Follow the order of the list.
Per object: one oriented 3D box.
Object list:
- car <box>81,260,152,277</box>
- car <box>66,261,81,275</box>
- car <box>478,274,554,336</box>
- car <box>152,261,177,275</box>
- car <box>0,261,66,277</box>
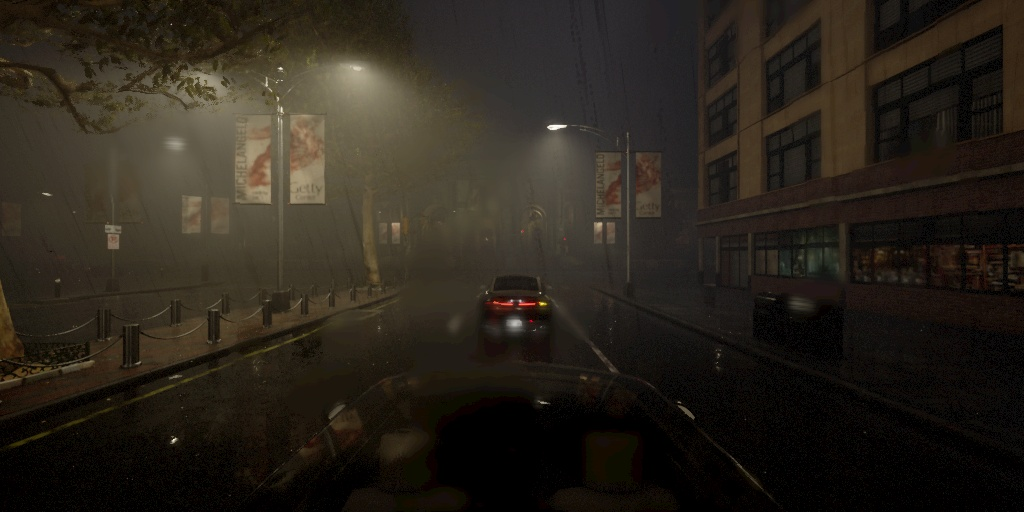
[{"bbox_3d":[-38.392,1.314,34.870,4.181,1.385,1.994,0,0,0],"label":"car"},{"bbox_3d":[-48.136,1.241,38.411,4.902,1.511,2.128,0,0,0],"label":"car"},{"bbox_3d":[0.126,1.255,10.340,1.837,1.490,4.892,0,0,1],"label":"car"},{"bbox_3d":[-38.886,1.227,38.376,5.008,1.535,1.882,0,0,0],"label":"car"},{"bbox_3d":[-47.252,1.255,34.903,4.892,1.490,1.837,0,0,0],"label":"car"}]
